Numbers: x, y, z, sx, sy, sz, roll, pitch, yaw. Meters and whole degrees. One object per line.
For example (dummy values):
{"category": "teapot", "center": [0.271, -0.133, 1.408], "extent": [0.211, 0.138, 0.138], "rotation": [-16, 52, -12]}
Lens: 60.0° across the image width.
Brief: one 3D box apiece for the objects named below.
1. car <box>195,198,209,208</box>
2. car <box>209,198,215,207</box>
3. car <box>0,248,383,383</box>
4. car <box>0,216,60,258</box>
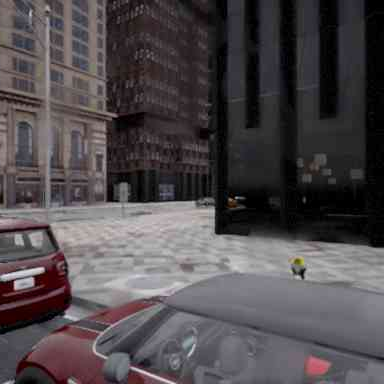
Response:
{"category": "car", "center": [2.455, 1.603, 51.678], "extent": [2.128, 1.511, 4.902], "rotation": [0, 0, 36]}
{"category": "car", "center": [5.058, 1.576, 49.731], "extent": [1.882, 1.535, 5.008], "rotation": [0, 0, 36]}
{"category": "car", "center": [0.297, 1.450, 2.746], "extent": [4.097, 1.590, 1.967], "rotation": [-1, 0, 35]}
{"category": "car", "center": [-4.267, 1.371, 5.996], "extent": [5.009, 1.841, 2.192], "rotation": [-1, 0, 35]}
